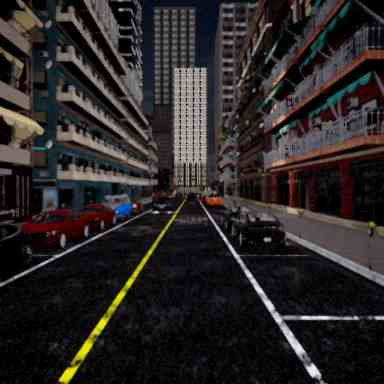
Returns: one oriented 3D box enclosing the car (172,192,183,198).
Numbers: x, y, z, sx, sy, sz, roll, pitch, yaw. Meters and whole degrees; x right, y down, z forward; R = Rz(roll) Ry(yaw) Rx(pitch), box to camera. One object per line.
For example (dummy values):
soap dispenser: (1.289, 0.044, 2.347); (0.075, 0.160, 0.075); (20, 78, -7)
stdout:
car: (-3.003, 0.705, 77.695); (1.837, 1.490, 4.892); (0, 0, 0)

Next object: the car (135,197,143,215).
car: (-5.701, 1.212, 30.598); (1.967, 1.590, 4.097); (-1, 0, 0)

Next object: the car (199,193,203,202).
car: (2.681, 1.119, 58.201); (1.887, 1.381, 4.507); (-1, 0, 0)

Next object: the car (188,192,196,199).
car: (-0.003, 0.742, 75.845); (1.882, 1.535, 5.008); (0, 0, 0)

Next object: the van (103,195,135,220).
van: (-5.702, 1.153, 25.074); (1.690, 1.788, 3.998); (-1, 0, 0)

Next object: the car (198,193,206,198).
car: (2.680, 0.887, 91.342); (1.887, 1.381, 4.507); (-1, 0, 0)

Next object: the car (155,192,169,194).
car: (-5.703, 0.889, 58.213); (2.192, 1.841, 5.009); (-1, 0, 0)

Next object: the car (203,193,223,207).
car: (2.999, 1.019, 44.927); (2.097, 1.767, 4.553); (0, 0, 0)

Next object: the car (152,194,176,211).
car: (-3.096, 1.256, 36.344); (1.812, 1.442, 4.674); (0, 0, 0)

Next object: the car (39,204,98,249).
car: (-5.699, 1.439, 14.029); (1.887, 1.381, 4.507); (0, 0, 0)

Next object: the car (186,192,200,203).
car: (-0.002, 1.074, 58.898); (1.837, 1.490, 4.892); (0, 0, 0)

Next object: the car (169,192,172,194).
car: (-5.700, 1.001, 80.309); (1.802, 1.307, 4.206); (-1, 0, 0)

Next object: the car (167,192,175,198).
car: (-5.702, 0.783, 91.355); (1.967, 1.590, 4.097); (-1, 0, 0)

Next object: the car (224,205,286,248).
car: (2.681, 1.445, 14.015); (2.008, 1.369, 4.403); (-1, 0, 0)

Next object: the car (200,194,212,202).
car: (2.681, 1.086, 63.725); (2.008, 1.369, 4.403); (-1, 0, 0)

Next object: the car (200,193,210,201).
car: (2.681, 1.020, 69.418); (1.752, 1.417, 4.829); (-1, 0, 0)

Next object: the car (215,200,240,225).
car: (2.681, 1.404, 19.539); (2.008, 1.369, 4.403); (-1, 0, 0)

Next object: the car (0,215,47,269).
car: (-5.699, 1.501, 8.505); (1.947, 1.339, 4.313); (0, 0, 0)

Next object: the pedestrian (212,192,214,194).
pedestrian: (2.998, 0.942, 47.725); (0.375, 1.860, 0.375); (-1, 1, 0)

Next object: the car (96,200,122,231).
car: (-5.700, 1.398, 19.552); (1.887, 1.381, 4.507); (-1, 0, 0)
